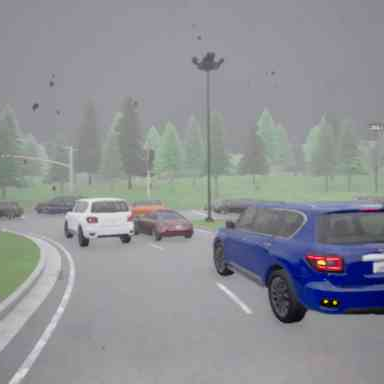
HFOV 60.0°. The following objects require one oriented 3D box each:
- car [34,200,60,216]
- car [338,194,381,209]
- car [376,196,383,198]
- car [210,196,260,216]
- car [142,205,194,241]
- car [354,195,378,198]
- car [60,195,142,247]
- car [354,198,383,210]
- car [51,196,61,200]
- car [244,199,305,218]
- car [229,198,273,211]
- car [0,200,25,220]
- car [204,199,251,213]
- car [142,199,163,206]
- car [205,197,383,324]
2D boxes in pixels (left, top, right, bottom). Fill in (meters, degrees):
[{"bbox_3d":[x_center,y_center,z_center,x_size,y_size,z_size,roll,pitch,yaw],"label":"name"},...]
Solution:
[{"bbox_3d":[-13.278,1.775,34.114,4.718,1.301,1.895,-1,0,-9],"label":"car"},{"bbox_3d":[21.810,1.224,43.395,4.553,1.767,2.097,-1,0,-9],"label":"car"},{"bbox_3d":[20.971,1.389,32.624,4.674,1.442,1.812,-1,0,-9],"label":"car"},{"bbox_3d":[4.297,1.367,33.444,4.553,1.767,2.097,-1,0,-9],"label":"car"},{"bbox_3d":[-1.617,1.606,17.240,1.994,1.385,4.181,0,0,-30],"label":"car"},{"bbox_3d":[19.837,1.230,35.985,4.553,1.767,2.097,-1,0,-9],"label":"car"},{"bbox_3d":[-4.545,1.288,15.834,2.150,2.045,5.566,0,0,-30],"label":"car"},{"bbox_3d":[22.239,1.465,39.923,4.718,1.301,1.895,0,0,-9],"label":"car"},{"bbox_3d":[-14.664,1.414,37.436,5.566,2.045,2.150,0,0,-9],"label":"car"},{"bbox_3d":[7.476,1.472,30.417,4.902,1.511,2.128,-1,0,-9],"label":"car"},{"bbox_3d":[7.213,1.492,41.013,4.902,1.511,2.128,-1,0,-9],"label":"car"},{"bbox_3d":[-17.683,1.559,29.848,4.553,1.767,2.097,-1,0,-9],"label":"car"},{"bbox_3d":[3.858,1.531,36.918,4.892,1.490,1.837,0,0,-9],"label":"car"},{"bbox_3d":[-4.439,1.437,28.467,4.553,1.767,2.097,-1,0,-9],"label":"car"},{"bbox_3d":[2.163,1.213,7.468,2.150,2.045,5.566,-1,0,-13],"label":"car"}]
